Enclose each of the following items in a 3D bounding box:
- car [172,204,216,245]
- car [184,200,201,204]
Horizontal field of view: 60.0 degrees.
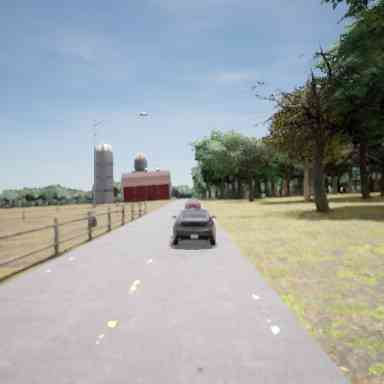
[{"bbox_3d":[0.099,1.544,15.802,1.837,1.490,4.892,0,0,0],"label":"car"},{"bbox_3d":[0.101,1.624,38.385,1.812,1.442,4.674,0,0,0],"label":"car"}]
